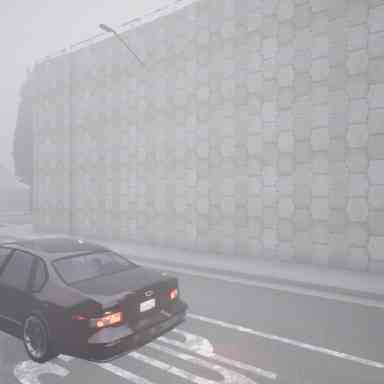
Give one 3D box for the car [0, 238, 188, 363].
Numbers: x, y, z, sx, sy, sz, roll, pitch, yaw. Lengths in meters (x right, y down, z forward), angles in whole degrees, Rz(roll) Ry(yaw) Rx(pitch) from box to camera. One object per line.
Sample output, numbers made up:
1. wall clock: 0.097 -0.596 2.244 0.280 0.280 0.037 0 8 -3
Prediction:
1. car: -2.638 1.547 5.859 5.357 1.411 2.033 0 0 35
